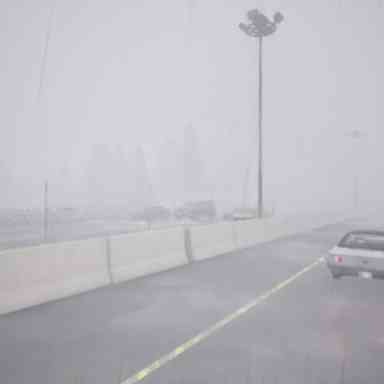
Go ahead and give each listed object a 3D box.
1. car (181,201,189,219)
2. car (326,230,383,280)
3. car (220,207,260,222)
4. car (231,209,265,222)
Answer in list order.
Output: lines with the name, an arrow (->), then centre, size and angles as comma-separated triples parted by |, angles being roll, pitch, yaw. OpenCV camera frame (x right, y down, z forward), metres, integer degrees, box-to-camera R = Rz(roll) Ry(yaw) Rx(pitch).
car -> 0.437, 1.877, 34.178 | 2.150, 2.045, 5.566 | 0, -2, 34
car -> 5.530, 1.814, 10.069 | 1.895, 1.301, 4.718 | 0, -1, 34
car -> 5.158, 2.279, 34.885 | 2.033, 1.411, 5.357 | 0, -2, 35
car -> 5.110, 2.073, 28.598 | 1.882, 1.535, 5.008 | 0, -2, 34
